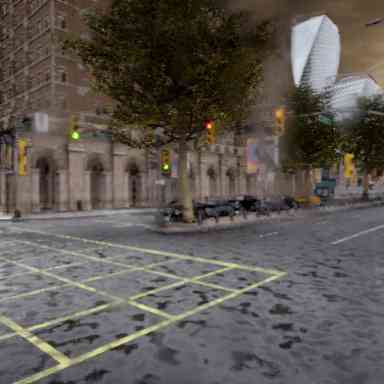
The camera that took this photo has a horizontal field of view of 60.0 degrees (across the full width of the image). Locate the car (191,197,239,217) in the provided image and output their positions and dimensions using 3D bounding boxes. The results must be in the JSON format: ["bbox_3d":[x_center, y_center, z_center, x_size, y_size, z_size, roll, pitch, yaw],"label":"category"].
[{"bbox_3d":[1.930,1.446,29.465,1.994,1.385,4.181,0,0,42],"label":"car"}]

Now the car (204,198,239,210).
[{"bbox_3d":[3.689,1.421,41.378,1.895,1.301,4.718,0,0,42],"label":"car"}]

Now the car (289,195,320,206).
[{"bbox_3d":[15.314,1.175,44.347,1.882,1.535,5.008,0,0,42],"label":"car"}]

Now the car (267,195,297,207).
[{"bbox_3d":[12.688,1.194,46.666,1.882,1.535,5.008,0,0,42],"label":"car"}]

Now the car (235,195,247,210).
[{"bbox_3d":[5.711,1.165,38.915,2.097,1.767,4.553,0,0,42],"label":"car"}]

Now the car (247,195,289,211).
[{"bbox_3d":[8.465,1.297,36.741,1.837,1.490,4.892,0,0,42],"label":"car"}]

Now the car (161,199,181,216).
[{"bbox_3d":[-1.068,1.411,31.366,1.837,1.490,4.892,0,0,42],"label":"car"}]
